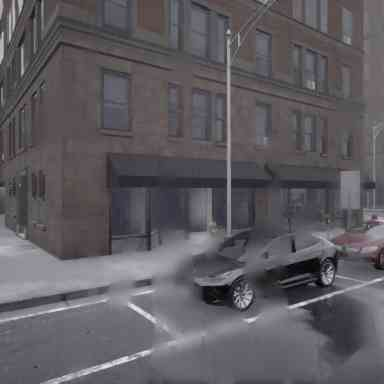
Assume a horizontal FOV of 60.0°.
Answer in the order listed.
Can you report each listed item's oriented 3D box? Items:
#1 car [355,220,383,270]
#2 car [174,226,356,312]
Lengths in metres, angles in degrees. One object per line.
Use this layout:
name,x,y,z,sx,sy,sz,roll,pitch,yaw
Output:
car,6.119,1.582,10.898,4.206,1.307,1.802,0,0,-35
car,1.640,1.566,7.704,4.313,1.339,1.947,0,0,-35
